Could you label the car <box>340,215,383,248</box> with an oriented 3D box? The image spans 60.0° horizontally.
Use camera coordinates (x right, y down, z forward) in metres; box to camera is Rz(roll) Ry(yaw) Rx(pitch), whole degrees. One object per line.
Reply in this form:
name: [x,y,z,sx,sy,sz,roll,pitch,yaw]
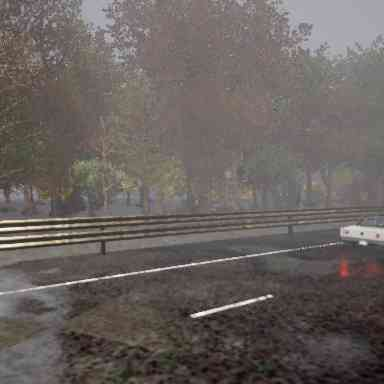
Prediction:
car: [8.232,1.596,13.518,4.718,1.301,1.895,0,0,-32]
